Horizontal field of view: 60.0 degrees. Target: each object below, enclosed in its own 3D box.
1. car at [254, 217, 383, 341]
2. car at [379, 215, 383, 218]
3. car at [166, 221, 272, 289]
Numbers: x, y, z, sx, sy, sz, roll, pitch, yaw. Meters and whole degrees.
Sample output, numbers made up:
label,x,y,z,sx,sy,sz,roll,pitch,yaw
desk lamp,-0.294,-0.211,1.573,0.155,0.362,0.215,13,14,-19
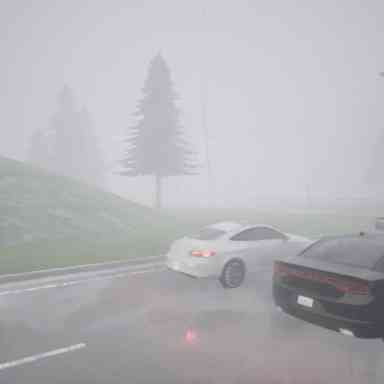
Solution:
label,x,y,z,sx,sy,sz,roll,pitch,yaw
car,3.690,1.472,6.393,5.008,1.535,1.882,0,0,-36
car,10.444,1.476,15.539,4.902,1.511,2.128,0,0,-35
car,1.497,1.520,9.129,4.674,1.442,1.812,0,0,-36
